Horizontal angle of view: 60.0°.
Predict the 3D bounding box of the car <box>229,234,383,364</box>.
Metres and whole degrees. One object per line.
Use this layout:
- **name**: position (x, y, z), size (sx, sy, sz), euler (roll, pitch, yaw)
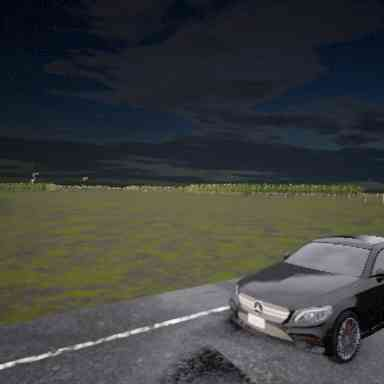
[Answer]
- **car**: position (2.793, 1.543, 5.986), size (4.674, 1.442, 1.812), euler (0, 0, -36)
